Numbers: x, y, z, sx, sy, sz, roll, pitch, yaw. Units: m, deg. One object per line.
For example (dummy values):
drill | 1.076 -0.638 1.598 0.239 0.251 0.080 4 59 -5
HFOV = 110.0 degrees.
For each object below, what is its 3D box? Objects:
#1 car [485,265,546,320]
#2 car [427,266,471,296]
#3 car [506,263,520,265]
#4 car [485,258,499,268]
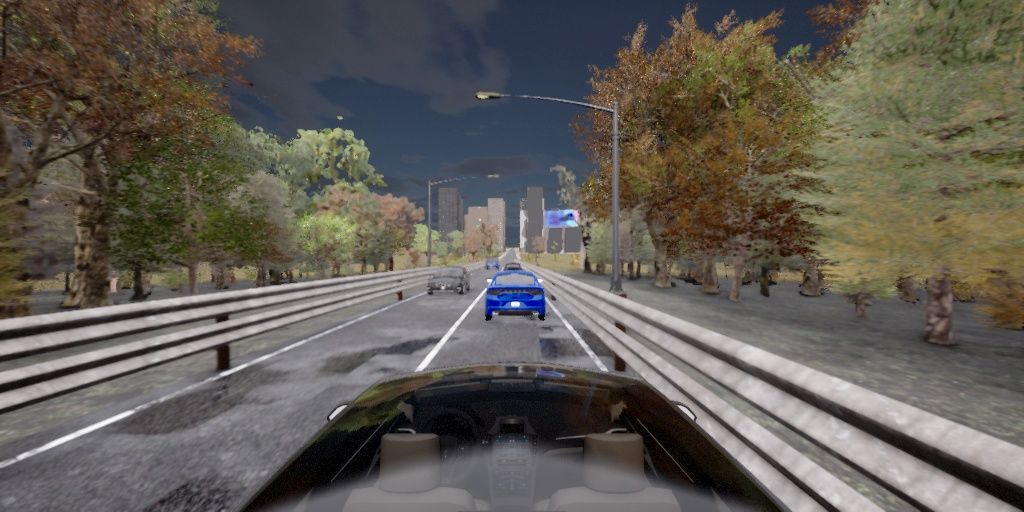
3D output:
car | 0.100 1.252 12.818 1.882 1.535 5.008 0 0 0
car | -3.345 1.318 19.808 1.837 1.490 4.892 0 0 0
car | 0.103 1.401 33.320 1.837 1.490 4.892 0 0 0
car | -3.303 1.290 60.985 2.150 2.045 5.566 0 0 1
